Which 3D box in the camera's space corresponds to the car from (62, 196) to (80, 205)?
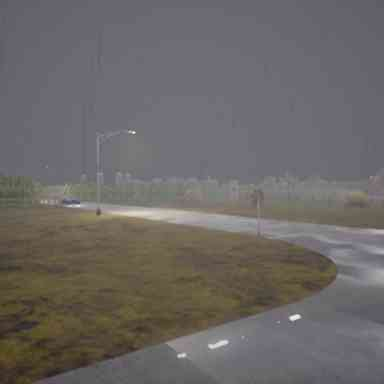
[{"bbox_3d":[-18.336,1.235,50.168,1.994,1.385,4.181,-1,1,-35],"label":"car"}]
